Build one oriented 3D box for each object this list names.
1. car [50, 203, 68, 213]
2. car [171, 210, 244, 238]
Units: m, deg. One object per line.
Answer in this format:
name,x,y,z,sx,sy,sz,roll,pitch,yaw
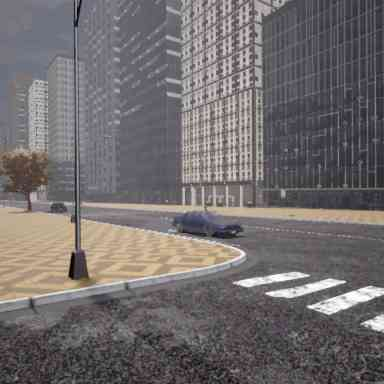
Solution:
car,-20.344,2.386,50.696,1.837,1.490,4.892,-1,-1,-35
car,0.745,1.832,20.212,2.033,1.411,5.357,-1,-1,-35
